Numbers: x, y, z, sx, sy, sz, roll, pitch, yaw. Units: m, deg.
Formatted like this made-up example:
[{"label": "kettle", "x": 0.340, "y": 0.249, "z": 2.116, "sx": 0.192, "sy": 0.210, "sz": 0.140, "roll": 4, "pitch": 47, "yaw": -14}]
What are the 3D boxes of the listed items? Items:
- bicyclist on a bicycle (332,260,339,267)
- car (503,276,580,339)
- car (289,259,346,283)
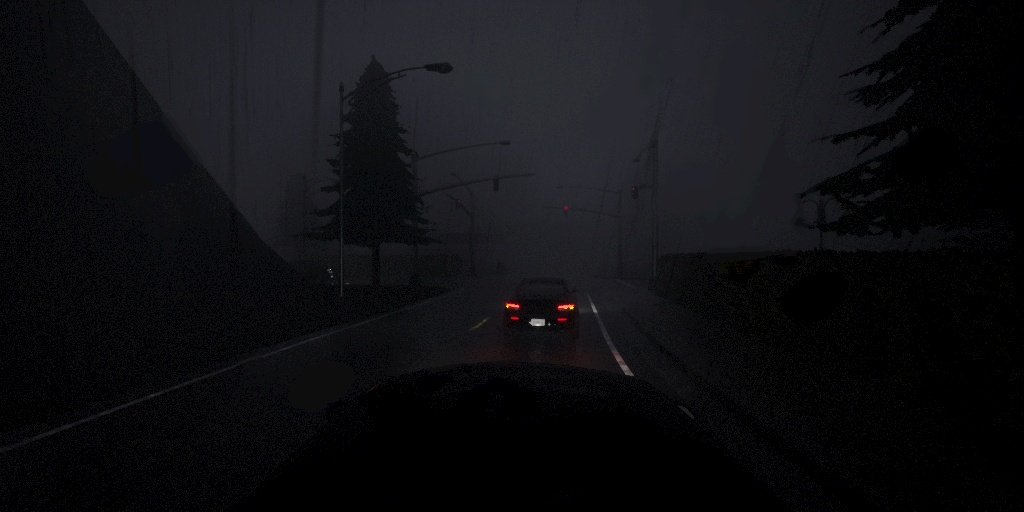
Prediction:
[{"label": "bicyclist on a bicycle", "x": -17.372, "y": 1.203, "z": 35.331, "sx": 0.582, "sy": 1.620, "sz": 1.656, "roll": 0, "pitch": 0, "yaw": 8}, {"label": "car", "x": 0.918, "y": 1.276, "z": 10.056, "sx": 1.812, "sy": 1.442, "sz": 4.674, "roll": 0, "pitch": 0, "yaw": 9}, {"label": "car", "x": -15.349, "y": 1.102, "z": 27.909, "sx": 4.553, "sy": 1.767, "sz": 2.097, "roll": 0, "pitch": 0, "yaw": 9}]
